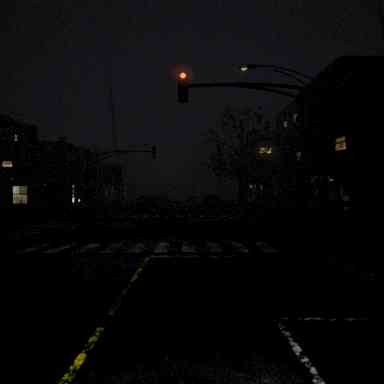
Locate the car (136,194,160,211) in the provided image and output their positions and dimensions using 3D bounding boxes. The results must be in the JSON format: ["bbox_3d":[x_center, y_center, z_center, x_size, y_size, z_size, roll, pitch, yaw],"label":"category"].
[{"bbox_3d":[-5.700,1.305,41.440,2.192,1.841,5.009,-1,0,0],"label":"car"}]

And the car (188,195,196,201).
[{"bbox_3d":[-0.011,1.428,77.845,1.994,1.385,4.181,0,0,0],"label":"car"}]

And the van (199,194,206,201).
[{"bbox_3d":[2.674,1.317,85.793,1.690,1.788,3.998,-1,0,0],"label":"van"}]

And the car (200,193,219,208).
[{"bbox_3d":[2.679,1.303,46.985,2.192,1.841,5.009,-1,0,0],"label":"car"}]

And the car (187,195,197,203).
[{"bbox_3d":[-0.010,1.460,67.394,1.882,1.535,5.008,0,0,0],"label":"car"}]

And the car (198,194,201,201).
[{"bbox_3d":[2.679,1.534,63.617,2.008,1.369,4.403,-1,0,0],"label":"car"}]

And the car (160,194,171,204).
[{"bbox_3d":[-5.704,1.299,63.616,2.192,1.841,5.009,-1,0,0],"label":"car"}]

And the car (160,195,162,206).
[{"bbox_3d":[-5.700,1.533,46.984,1.887,1.381,4.507,-1,0,0],"label":"car"}]

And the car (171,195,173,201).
[{"bbox_3d":[-5.704,1.297,69.160,2.192,1.841,5.009,-1,0,0],"label":"car"}]

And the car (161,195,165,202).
[{"bbox_3d":[-5.700,1.569,52.528,1.802,1.307,4.206,-1,0,0],"label":"car"}]

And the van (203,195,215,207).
[{"bbox_3d":[2.679,1.328,52.529,1.690,1.788,3.998,-1,0,0],"label":"van"}]
